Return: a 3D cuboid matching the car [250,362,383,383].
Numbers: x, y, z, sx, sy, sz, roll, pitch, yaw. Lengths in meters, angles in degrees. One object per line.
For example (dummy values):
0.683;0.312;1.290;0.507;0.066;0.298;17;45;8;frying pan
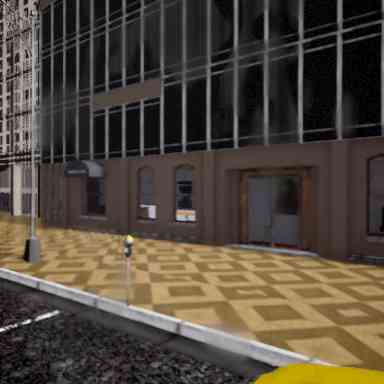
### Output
2.244;1.535;1.278;4.829;1.417;1.752;1;0;35;car
